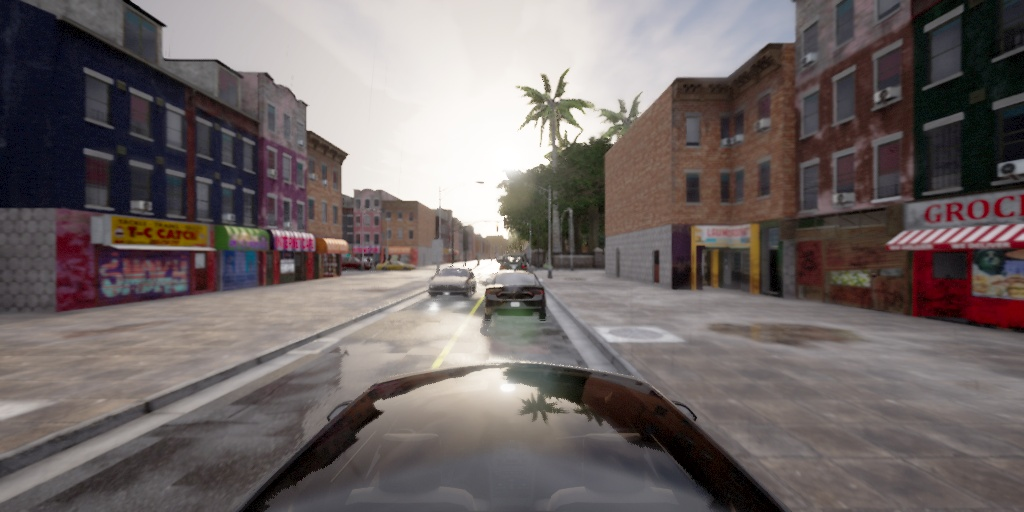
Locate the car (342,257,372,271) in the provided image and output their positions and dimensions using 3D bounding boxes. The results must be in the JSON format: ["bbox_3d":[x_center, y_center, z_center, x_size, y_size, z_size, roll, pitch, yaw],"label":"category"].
[{"bbox_3d":[-20.048,1.011,44.778,5.009,1.841,2.192,0,0,0],"label":"car"}]

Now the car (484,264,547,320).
[{"bbox_3d":[0.098,1.198,12.456,1.882,1.535,5.008,0,0,0],"label":"car"}]

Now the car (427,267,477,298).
[{"bbox_3d":[-2.844,1.253,18.256,2.033,1.411,5.357,0,0,0],"label":"car"}]

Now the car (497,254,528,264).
[{"bbox_3d":[0.110,0.903,28.015,2.150,2.045,5.566,0,0,0],"label":"car"}]

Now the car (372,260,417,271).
[{"bbox_3d":[-14.427,1.207,44.783,4.829,1.417,1.751,0,0,0],"label":"car"}]

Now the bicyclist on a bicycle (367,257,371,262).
[{"bbox_3d":[-20.129,0.992,50.421,0.582,1.620,1.656,0,0,0],"label":"bicyclist on a bicycle"}]
